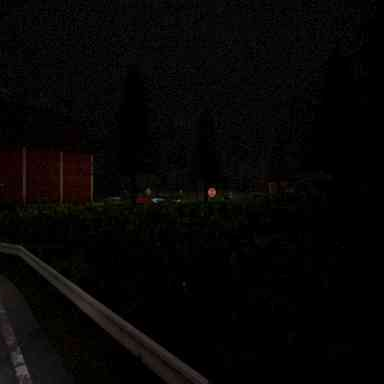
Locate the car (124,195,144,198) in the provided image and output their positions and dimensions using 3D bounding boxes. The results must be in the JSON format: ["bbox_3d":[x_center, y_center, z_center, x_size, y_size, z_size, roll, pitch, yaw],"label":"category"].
[{"bbox_3d":[-8.572,1.503,52.206,1.882,1.535,5.008,0,0,34],"label":"car"}]

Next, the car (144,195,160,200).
[{"bbox_3d":[-4.936,1.589,51.215,1.994,1.385,4.181,0,0,33],"label":"car"}]

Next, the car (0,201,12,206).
[{"bbox_3d":[-20.632,1.552,33.877,1.812,1.442,4.674,0,0,33],"label":"car"}]

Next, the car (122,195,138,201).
[{"bbox_3d":[-16.655,1.530,89.710,1.816,1.474,4.193,0,0,33],"label":"car"}]
